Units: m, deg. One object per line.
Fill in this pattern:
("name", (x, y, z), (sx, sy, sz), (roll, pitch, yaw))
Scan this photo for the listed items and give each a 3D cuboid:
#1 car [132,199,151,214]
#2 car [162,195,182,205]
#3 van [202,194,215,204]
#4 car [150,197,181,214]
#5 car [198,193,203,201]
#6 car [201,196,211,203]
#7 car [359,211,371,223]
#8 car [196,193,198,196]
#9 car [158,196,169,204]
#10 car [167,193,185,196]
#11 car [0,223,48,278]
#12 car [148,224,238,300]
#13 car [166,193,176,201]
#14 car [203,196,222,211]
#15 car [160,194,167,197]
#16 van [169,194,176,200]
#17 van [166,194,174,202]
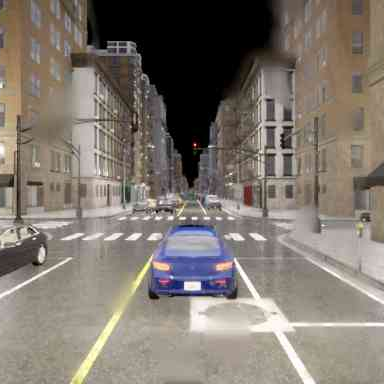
("car", (-5.322, 1.547, 35.717), (2.008, 1.369, 4.403), (0, 0, 0))
("car", (-2.719, 1.520, 46.336), (1.812, 1.442, 4.674), (0, 0, 0))
("van", (2.728, 1.335, 46.516), (1.690, 1.788, 3.998), (0, 0, 0))
("car", (-2.752, 1.543, 35.978), (2.033, 1.411, 5.357), (0, 0, 3))
("car", (2.763, 1.307, 62.735), (2.192, 1.841, 5.009), (0, 0, 0))
("car", (2.774, 1.558, 68.141), (1.947, 1.339, 4.313), (0, 0, 0))
("car", (15.113, 1.636, 24.042), (5.357, 1.411, 2.033), (0, 0, 0))
("car", (2.831, 1.534, 95.172), (1.887, 1.381, 4.507), (0, 0, 0))
("car", (-5.298, 1.518, 62.578), (1.752, 1.417, 4.829), (0, 0, 0))
("car", (-2.695, 1.471, 56.579), (1.882, 1.535, 5.008), (0, 0, 1))
("car", (-5.370, 1.550, 8.842), (2.008, 1.369, 4.403), (0, 0, 0))
("car", (0.034, 1.526, 8.284), (1.812, 1.442, 4.674), (0, 0, 1))
("car", (-5.277, 1.305, 84.373), (2.192, 1.841, 5.009), (0, 0, 0))
("car", (2.717, 1.546, 41.110), (2.008, 1.369, 4.403), (0, 0, 0))
("car", (-5.302, 1.433, 57.342), (1.967, 1.590, 4.097), (0, 0, 0))
("van", (-5.272, 1.331, 89.779), (1.690, 1.788, 3.998), (0, 0, 0))
("van", (-5.282, 1.332, 78.967), (1.690, 1.788, 3.998), (0, 0, 0))
